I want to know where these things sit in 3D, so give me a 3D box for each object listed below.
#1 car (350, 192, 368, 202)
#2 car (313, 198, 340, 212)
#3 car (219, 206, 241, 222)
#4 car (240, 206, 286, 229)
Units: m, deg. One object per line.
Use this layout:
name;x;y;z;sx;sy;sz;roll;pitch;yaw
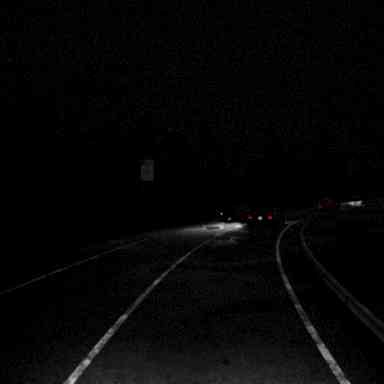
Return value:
car;29.900;0.850;59.429;2.128;1.511;4.902;-5;-1;44
car;16.108;1.466;39.729;1.882;1.535;5.008;-5;-2;40
car;3.998;1.835;28.263;1.895;1.301;4.718;-3;-1;28
car;5.095;1.641;22.428;2.033;1.411;5.357;-2;-1;23
